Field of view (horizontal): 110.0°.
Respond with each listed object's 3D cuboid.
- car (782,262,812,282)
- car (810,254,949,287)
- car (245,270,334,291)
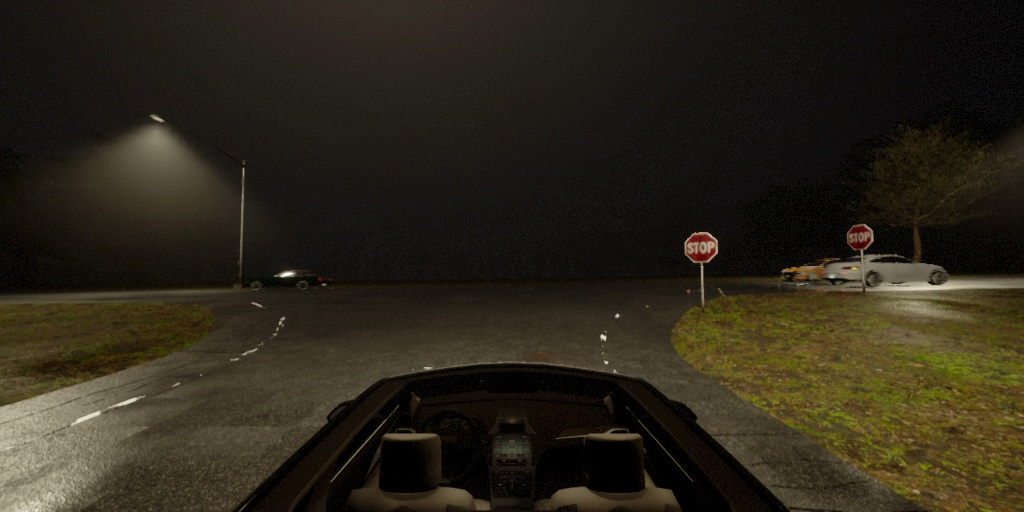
[{"bbox_3d":[20.384,0.945,23.370,5.008,1.535,1.882,-2,-3,-1],"label":"car"},{"bbox_3d":[16.796,0.650,16.307,4.674,1.442,1.812,-1,-3,-1],"label":"car"},{"bbox_3d":[-14.212,1.561,22.981,4.718,1.301,1.895,-1,-3,1],"label":"car"}]
